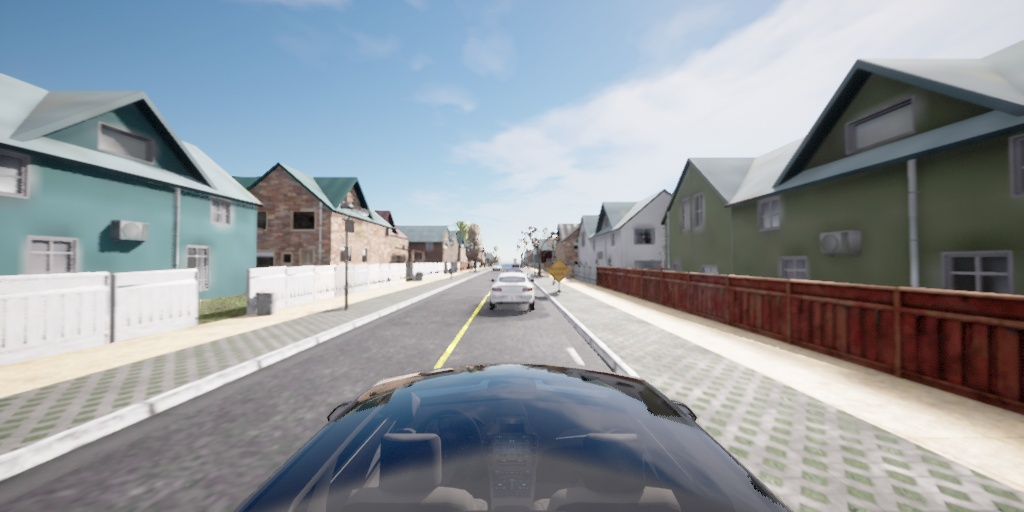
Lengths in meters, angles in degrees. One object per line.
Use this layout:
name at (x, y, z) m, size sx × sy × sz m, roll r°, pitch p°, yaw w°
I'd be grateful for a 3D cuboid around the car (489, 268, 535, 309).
car at (0.024, 1.437, 15.760) m, size 1.812 × 1.442 × 4.674 m, roll 0°, pitch 0°, yaw 0°

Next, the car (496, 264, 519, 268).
car at (0.013, 1.633, 29.411) m, size 2.033 × 1.411 × 5.357 m, roll 0°, pitch -1°, yaw 0°

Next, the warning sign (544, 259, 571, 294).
warning sign at (2.521, 1.067, 19.141) m, size 1.300 × 1.860 × 1.060 m, roll 0°, pitch 0°, yaw 0°
